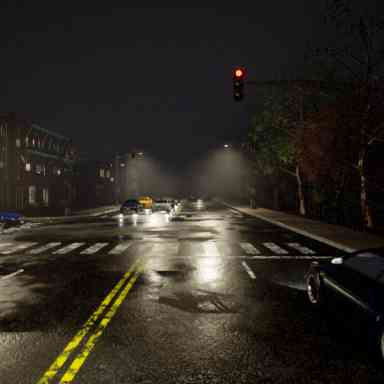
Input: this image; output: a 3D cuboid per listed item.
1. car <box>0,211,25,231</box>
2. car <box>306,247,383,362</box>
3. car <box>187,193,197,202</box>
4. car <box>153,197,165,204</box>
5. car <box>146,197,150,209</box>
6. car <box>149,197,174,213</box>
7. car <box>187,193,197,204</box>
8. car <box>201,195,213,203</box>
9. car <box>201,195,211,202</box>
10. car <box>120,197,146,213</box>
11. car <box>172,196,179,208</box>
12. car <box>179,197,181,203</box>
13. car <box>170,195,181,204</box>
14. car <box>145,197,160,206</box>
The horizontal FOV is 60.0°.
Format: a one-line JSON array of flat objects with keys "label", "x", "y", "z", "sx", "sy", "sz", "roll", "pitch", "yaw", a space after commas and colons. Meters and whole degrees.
[{"label": "car", "x": -12.856, "y": 1.644, "z": 20.545, "sx": 4.674, "sy": 1.442, "sz": 1.812, "roll": -2, "pitch": 1, "yaw": -3}, {"label": "car", "x": 3.336, "y": 1.563, "z": 5.288, "sx": 1.994, "sy": 1.385, "sz": 4.181, "roll": 0, "pitch": 0, "yaw": 1}, {"label": "car", "x": -0.028, "y": 1.194, "z": 78.538, "sx": 2.150, "sy": 2.045, "sz": 5.566, "roll": 0, "pitch": 0, "yaw": 0}, {"label": "car", "x": -6.557, "y": 1.577, "z": 65.737, "sx": 1.895, "sy": 1.301, "sz": 4.718, "roll": 0, "pitch": 0, "yaw": 0}, {"label": "car", "x": -6.603, "y": 1.463, "z": 45.904, "sx": 1.882, "sy": 1.535, "sz": 5.008, "roll": 0, "pitch": 0, "yaw": 0}, {"label": "car", "x": -3.352, "y": 1.515, "z": 36.972, "sx": 1.812, "sy": 1.442, "sz": 4.674, "roll": 0, "pitch": 0, "yaw": 0}, {"label": "car", "x": 0.086, "y": 1.467, "z": 65.470, "sx": 2.128, "sy": 1.511, "sz": 4.902, "roll": 0, "pitch": 0, "yaw": -1}, {"label": "car", "x": 3.329, "y": 1.466, "z": 68.383, "sx": 2.128, "sy": 1.511, "sz": 4.902, "roll": 0, "pitch": 0, "yaw": 0}, {"label": "car", "x": 3.223, "y": 1.509, "z": 78.568, "sx": 2.033, "sy": 1.411, "sz": 5.357, "roll": 0, "pitch": 0, "yaw": 0}, {"label": "car", "x": -6.631, "y": 1.515, "z": 36.819, "sx": 1.812, "sy": 1.442, "sz": 4.674, "roll": 0, "pitch": 0, "yaw": 1}, {"label": "car", "x": -3.354, "y": 1.476, "z": 46.240, "sx": 2.128, "sy": 1.511, "sz": 4.902, "roll": 0, "pitch": 0, "yaw": 0}, {"label": "car", "x": -3.339, "y": 1.581, "z": 56.320, "sx": 1.895, "sy": 1.301, "sz": 4.718, "roll": 0, "pitch": 0, "yaw": 0}, {"label": "car", "x": -3.304, "y": 1.453, "z": 66.596, "sx": 1.882, "sy": 1.535, "sz": 5.008, "roll": 0, "pitch": 0, "yaw": 0}, {"label": "car", "x": -6.595, "y": 1.545, "z": 55.815, "sx": 1.994, "sy": 1.385, "sz": 4.181, "roll": 0, "pitch": 0, "yaw": 0}]
